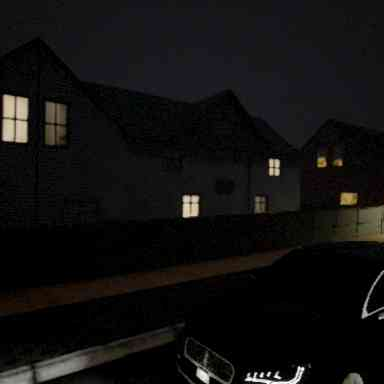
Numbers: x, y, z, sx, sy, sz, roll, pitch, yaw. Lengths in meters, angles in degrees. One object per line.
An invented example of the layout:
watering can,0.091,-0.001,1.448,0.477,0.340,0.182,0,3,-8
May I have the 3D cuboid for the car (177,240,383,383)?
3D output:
car,2.088,1.501,4.546,4.892,1.490,1.837,0,0,-35
